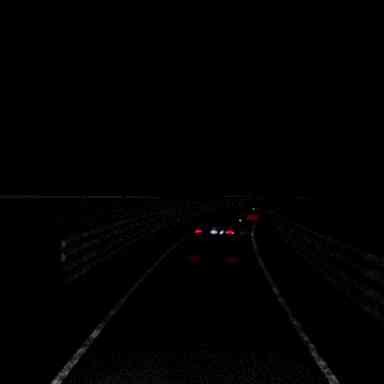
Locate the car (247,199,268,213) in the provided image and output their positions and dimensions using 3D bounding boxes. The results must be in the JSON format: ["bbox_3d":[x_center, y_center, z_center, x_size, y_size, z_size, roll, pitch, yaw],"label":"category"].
[{"bbox_3d":[7.558,1.587,38.306,1.837,1.490,4.892,0,0,21],"label":"car"}]

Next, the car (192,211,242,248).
[{"bbox_3d":[1.223,1.565,15.033,2.033,1.411,5.357,0,0,9],"label":"car"}]
